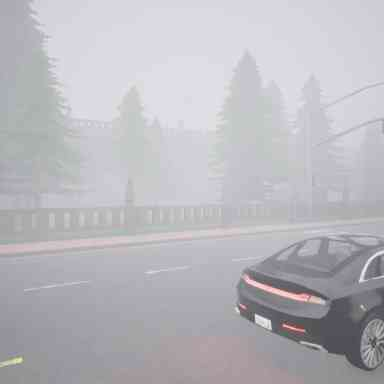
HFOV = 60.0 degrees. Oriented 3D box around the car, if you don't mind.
[{"bbox_3d":[2.990,1.492,5.651,4.902,1.511,2.128,0,0,-32],"label":"car"}]
